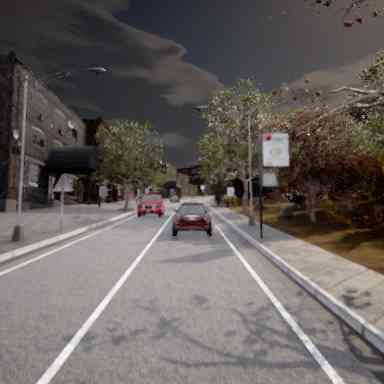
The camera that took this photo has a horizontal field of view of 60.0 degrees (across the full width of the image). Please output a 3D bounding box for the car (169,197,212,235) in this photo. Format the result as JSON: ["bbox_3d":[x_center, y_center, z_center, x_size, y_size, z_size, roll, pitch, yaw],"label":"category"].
[{"bbox_3d":[-0.007,1.385,19.115,2.097,1.767,4.553,0,0,0],"label":"car"}]

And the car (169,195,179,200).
[{"bbox_3d":[-3.739,1.489,72.764,2.097,1.767,4.553,0,0,1],"label":"car"}]

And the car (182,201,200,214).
[{"bbox_3d":[-0.108,1.664,36.576,1.895,1.301,4.718,0,0,0],"label":"car"}]

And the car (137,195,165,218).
[{"bbox_3d":[-3.776,1.279,31.406,2.150,2.045,5.566,0,0,0],"label":"car"}]
